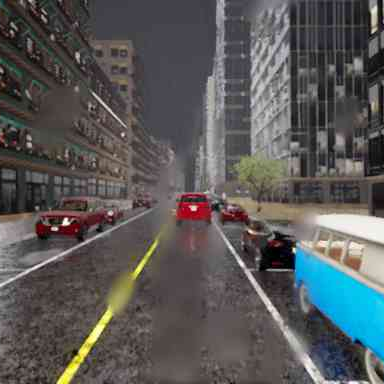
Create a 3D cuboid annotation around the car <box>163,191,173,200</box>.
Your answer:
[{"bbox_3d":[-5.667,0.731,73.243,2.192,1.841,5.009,1,0,0],"label":"car"}]

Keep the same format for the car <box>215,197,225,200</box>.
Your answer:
[{"bbox_3d":[2.673,1.309,33.236,1.947,1.339,4.313,1,0,0],"label":"car"}]

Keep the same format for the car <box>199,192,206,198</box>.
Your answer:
[{"bbox_3d":[2.676,0.847,84.684,1.752,1.417,4.829,1,0,0],"label":"car"}]

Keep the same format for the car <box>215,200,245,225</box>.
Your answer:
[{"bbox_3d":[2.673,1.415,21.840,1.802,1.307,4.206,1,0,0],"label":"car"}]

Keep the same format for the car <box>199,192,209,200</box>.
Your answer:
[{"bbox_3d":[2.677,0.857,73.119,1.967,1.590,4.097,1,0,0],"label":"car"}]

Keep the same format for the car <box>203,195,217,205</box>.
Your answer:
[{"bbox_3d":[2.674,1.148,50.329,1.887,1.381,4.507,1,0,0],"label":"car"}]

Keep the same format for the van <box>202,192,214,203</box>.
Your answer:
[{"bbox_3d":[2.679,0.898,56.025,1.690,1.788,3.998,1,0,0],"label":"van"}]

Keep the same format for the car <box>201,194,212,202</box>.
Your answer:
[{"bbox_3d":[2.674,1.076,61.724,1.947,1.339,4.313,1,0,0],"label":"car"}]

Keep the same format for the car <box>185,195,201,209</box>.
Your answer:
[{"bbox_3d":[0.103,1.185,41.083,1.837,1.490,4.892,0,1,0],"label":"car"}]

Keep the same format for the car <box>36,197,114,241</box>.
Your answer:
[{"bbox_3d":[-5.669,1.192,16.263,2.192,1.841,5.009,1,0,0],"label":"car"}]

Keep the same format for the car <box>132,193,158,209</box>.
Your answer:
[{"bbox_3d":[-5.668,1.011,39.057,2.192,1.841,5.009,1,0,0],"label":"car"}]

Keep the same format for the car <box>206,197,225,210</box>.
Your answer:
[{"bbox_3d":[2.673,1.263,38.934,1.947,1.339,4.313,1,0,0],"label":"car"}]

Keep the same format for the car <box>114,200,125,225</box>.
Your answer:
[{"bbox_3d":[-5.672,1.272,21.964,1.967,1.590,4.097,1,0,0],"label":"car"}]

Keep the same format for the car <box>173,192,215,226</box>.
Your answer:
[{"bbox_3d":[0.100,1.054,21.948,2.150,2.045,5.566,0,1,0],"label":"car"}]

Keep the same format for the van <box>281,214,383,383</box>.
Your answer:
[{"bbox_3d":[2.719,1.305,4.746,1.690,1.788,3.998,1,0,0],"label":"van"}]

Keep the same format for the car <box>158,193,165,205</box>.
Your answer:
[{"bbox_3d":[-5.673,1.169,50.455,1.947,1.339,4.313,1,0,0],"label":"car"}]

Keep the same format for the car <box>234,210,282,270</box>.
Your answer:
[{"bbox_3d":[2.681,1.487,10.445,1.947,1.339,4.313,1,0,0],"label":"car"}]
